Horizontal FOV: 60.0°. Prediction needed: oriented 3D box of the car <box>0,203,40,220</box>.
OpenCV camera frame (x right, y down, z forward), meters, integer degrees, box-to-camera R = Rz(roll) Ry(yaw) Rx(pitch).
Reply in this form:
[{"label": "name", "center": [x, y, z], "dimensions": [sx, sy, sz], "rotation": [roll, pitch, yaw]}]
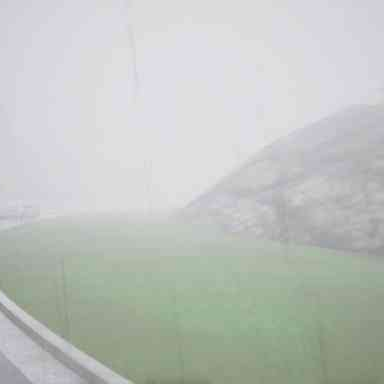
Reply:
[{"label": "car", "center": [-15.276, 1.700, 29.598], "dimensions": [1.812, 1.442, 4.674], "rotation": [0, 0, -3]}]
